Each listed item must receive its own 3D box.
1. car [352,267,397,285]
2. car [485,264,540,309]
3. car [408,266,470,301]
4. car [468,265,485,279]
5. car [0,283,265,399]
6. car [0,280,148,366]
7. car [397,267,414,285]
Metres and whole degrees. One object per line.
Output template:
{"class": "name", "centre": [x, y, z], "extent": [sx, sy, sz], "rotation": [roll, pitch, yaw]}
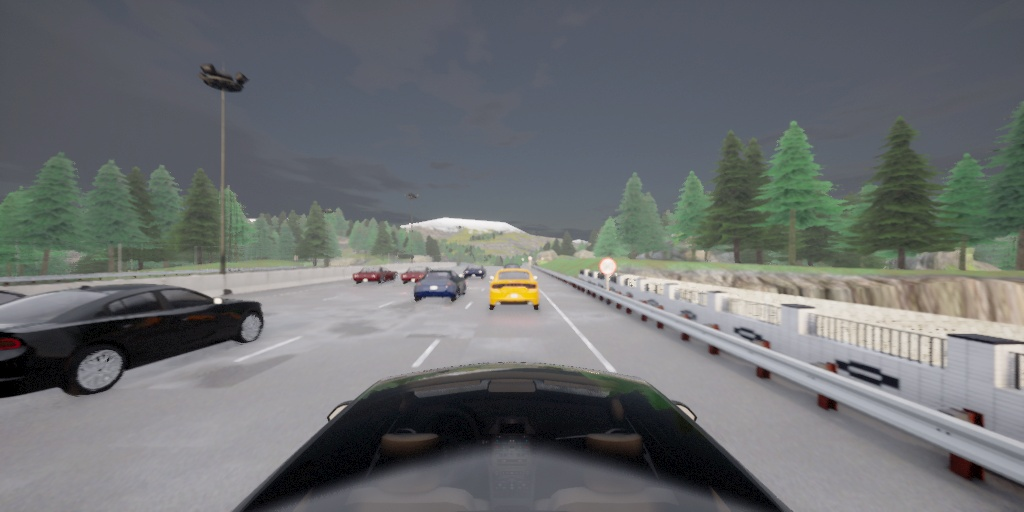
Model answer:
{"class": "car", "centre": [-10.448, 1.464, 27.780], "extent": [1.895, 1.301, 4.718], "rotation": [0, 0, 0]}
{"class": "car", "centre": [0.077, 1.257, 15.041], "extent": [1.882, 1.535, 5.008], "rotation": [0, 0, 0]}
{"class": "car", "centre": [-3.428, 1.363, 17.698], "extent": [1.994, 1.385, 4.181], "rotation": [0, 0, 0]}
{"class": "car", "centre": [-3.462, 1.491, 34.660], "extent": [1.895, 1.301, 4.718], "rotation": [0, 0, 0]}
{"class": "car", "centre": [-6.906, 1.239, 6.633], "extent": [1.882, 1.535, 5.008], "rotation": [0, 0, 0]}
{"class": "car", "centre": [-10.407, 1.314, 6.563], "extent": [2.033, 1.411, 5.357], "rotation": [0, 0, 0]}
{"class": "car", "centre": [-6.948, 1.457, 27.552], "extent": [1.895, 1.301, 4.718], "rotation": [0, 0, 0]}
